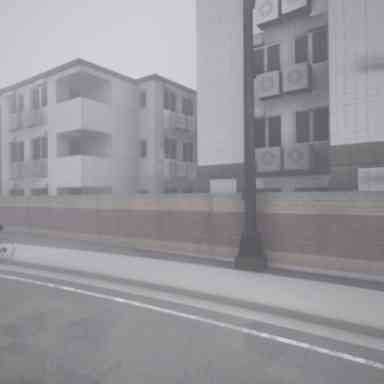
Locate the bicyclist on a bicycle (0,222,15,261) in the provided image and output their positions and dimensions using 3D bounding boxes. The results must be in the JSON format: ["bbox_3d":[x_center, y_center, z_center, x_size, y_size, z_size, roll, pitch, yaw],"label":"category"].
[{"bbox_3d":[-5.827,1.328,9.449,0.582,1.620,1.656,0,7,25],"label":"bicyclist on a bicycle"}]
